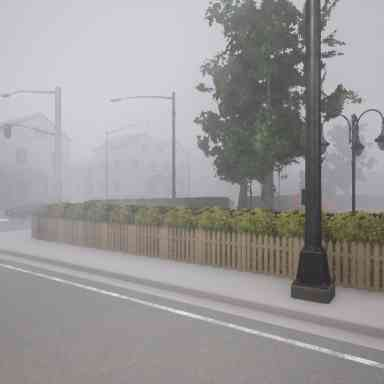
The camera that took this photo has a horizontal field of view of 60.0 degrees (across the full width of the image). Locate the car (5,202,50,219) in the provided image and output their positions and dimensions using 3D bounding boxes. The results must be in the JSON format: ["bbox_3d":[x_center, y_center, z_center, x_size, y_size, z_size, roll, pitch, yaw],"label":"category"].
[{"bbox_3d":[-14.017,1.564,29.258,1.994,1.385,4.181,0,0,35],"label":"car"}]

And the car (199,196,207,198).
[{"bbox_3d":[1.890,1.352,52.023,2.097,1.767,4.553,0,0,35],"label":"car"}]

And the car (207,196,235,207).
[{"bbox_3d":[4.683,1.491,49.618,2.128,1.511,4.902,0,0,35],"label":"car"}]
